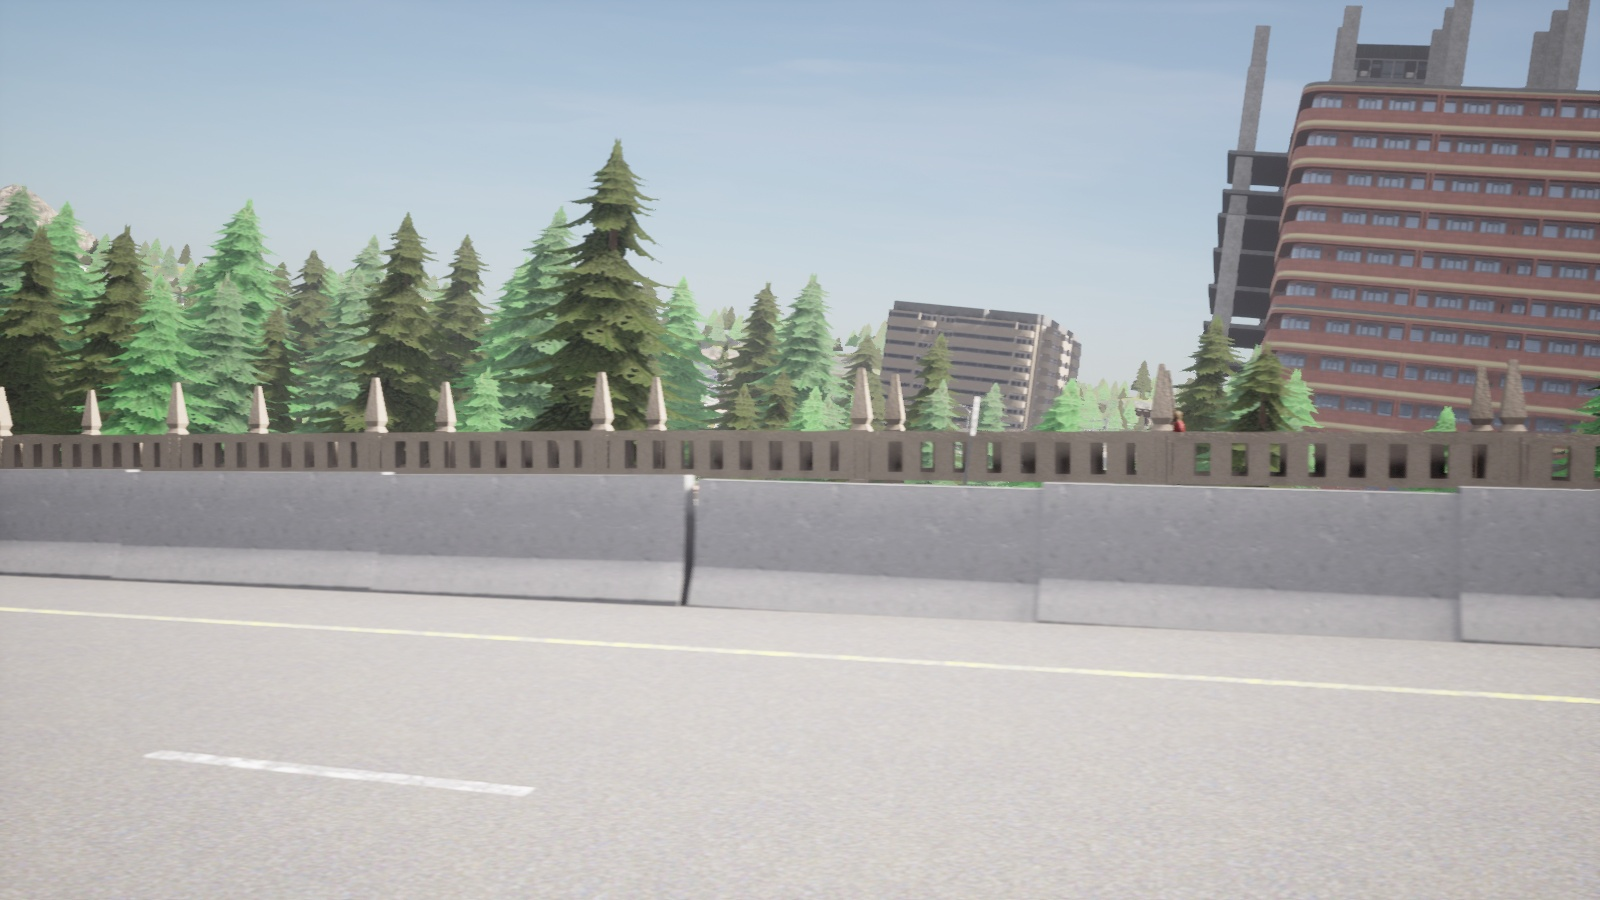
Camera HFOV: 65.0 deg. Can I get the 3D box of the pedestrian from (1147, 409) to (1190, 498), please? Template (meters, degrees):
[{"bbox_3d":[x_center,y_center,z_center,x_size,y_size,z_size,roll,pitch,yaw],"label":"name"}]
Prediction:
[{"bbox_3d":[7.957,0.063,27.132,0.636,1.846,0.331,8,3,19],"label":"pedestrian"}]
